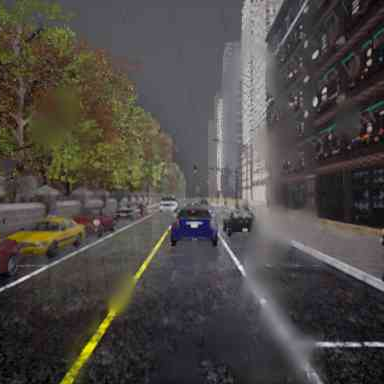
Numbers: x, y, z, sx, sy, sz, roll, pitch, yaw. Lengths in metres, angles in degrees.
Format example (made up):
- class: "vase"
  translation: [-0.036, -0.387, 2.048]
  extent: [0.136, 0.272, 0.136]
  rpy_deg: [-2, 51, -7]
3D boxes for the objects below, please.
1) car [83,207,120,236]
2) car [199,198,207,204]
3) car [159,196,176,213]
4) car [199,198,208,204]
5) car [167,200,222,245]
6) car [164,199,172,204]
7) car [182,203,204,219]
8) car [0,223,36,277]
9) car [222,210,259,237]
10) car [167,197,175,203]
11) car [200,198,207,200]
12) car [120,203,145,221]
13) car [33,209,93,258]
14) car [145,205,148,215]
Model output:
- class: "car"
  translation: [-5.689, 1.593, 19.015]
  extent: [1.967, 1.590, 4.097]
  rpy_deg: [0, 0, 0]
- class: "car"
  translation: [2.690, 2.289, 84.811]
  extent: [1.947, 1.339, 4.313]
  rpy_deg: [0, -1, 0]
- class: "car"
  translation: [-3.002, 1.570, 43.085]
  extent: [2.150, 2.045, 5.566]
  rpy_deg: [0, -1, 0]
- class: "car"
  translation: [2.690, 2.237, 79.178]
  extent: [1.947, 1.339, 4.313]
  rpy_deg: [0, -1, 0]
- class: "car"
  translation: [0.100, 1.485, 16.411]
  extent: [2.097, 1.767, 4.553]
  rpy_deg: [0, 0, 0]
- class: "car"
  translation: [-5.690, 2.253, 79.178]
  extent: [1.802, 1.307, 4.206]
  rpy_deg: [0, -1, 0]
- class: "car"
  translation: [0.100, 1.831, 32.940]
  extent: [1.994, 1.385, 4.181]
  rpy_deg: [0, 0, 0]
- class: "car"
  translation: [-5.689, 1.646, 7.936]
  extent: [1.802, 1.307, 4.206]
  rpy_deg: [0, 0, 0]
- class: "car"
  translation: [2.691, 1.704, 19.016]
  extent: [2.008, 1.369, 4.403]
  rpy_deg: [0, 0, 0]
- class: "car"
  translation: [-5.690, 2.215, 90.444]
  extent: [1.967, 1.590, 4.097]
  rpy_deg: [0, -1, 0]
- class: "car"
  translation: [2.690, 2.186, 73.546]
  extent: [1.947, 1.339, 4.313]
  rpy_deg: [0, -1, 0]
- class: "car"
  translation: [-5.767, 1.794, 30.089]
  extent: [2.008, 1.369, 4.403]
  rpy_deg: [0, 0, 0]
- class: "car"
  translation: [-5.689, 1.632, 13.305]
  extent: [1.752, 1.417, 4.829]
  rpy_deg: [0, 0, 0]
- class: "car"
  translation: [-5.818, 1.834, 35.629]
  extent: [1.887, 1.381, 4.507]
  rpy_deg: [0, 0, 0]
